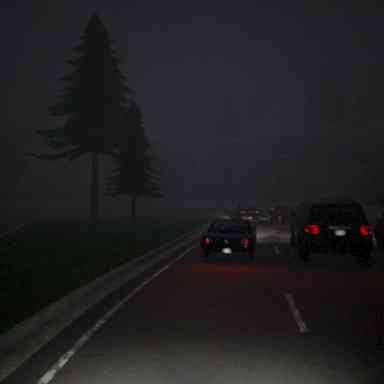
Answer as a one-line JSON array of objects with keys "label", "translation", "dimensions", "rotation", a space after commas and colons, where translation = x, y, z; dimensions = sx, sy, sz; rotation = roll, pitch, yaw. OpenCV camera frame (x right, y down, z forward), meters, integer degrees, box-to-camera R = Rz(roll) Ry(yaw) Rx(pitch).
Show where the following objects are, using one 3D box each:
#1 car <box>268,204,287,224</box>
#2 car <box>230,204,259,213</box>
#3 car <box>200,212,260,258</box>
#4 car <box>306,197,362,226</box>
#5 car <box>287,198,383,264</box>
[{"label": "car", "translation": [7.746, 1.751, 27.496], "dimensions": [1.882, 1.535, 5.008], "rotation": [0, 0, -2]}, {"label": "car", "translation": [4.252, 1.757, 27.333], "dimensions": [2.128, 1.511, 4.902], "rotation": [0, 0, -2]}, {"label": "car", "translation": [1.651, 1.731, 13.510], "dimensions": [1.895, 1.301, 4.718], "rotation": [0, -1, 12]}, {"label": "car", "translation": [11.294, 1.493, 27.064], "dimensions": [2.150, 2.045, 5.566], "rotation": [0, 0, 0]}, {"label": "car", "translation": [5.055, 1.346, 12.694], "dimensions": [2.150, 2.045, 5.566], "rotation": [0, 0, 12]}]
